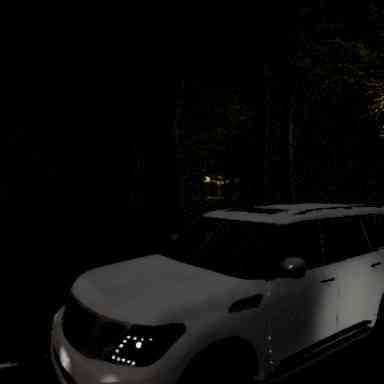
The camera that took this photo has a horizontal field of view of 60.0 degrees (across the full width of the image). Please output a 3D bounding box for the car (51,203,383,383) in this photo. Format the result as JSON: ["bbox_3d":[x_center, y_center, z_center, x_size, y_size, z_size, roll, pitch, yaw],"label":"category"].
[{"bbox_3d":[1.051,1.220,4.741,5.566,2.045,2.150,0,0,-36],"label":"car"}]
